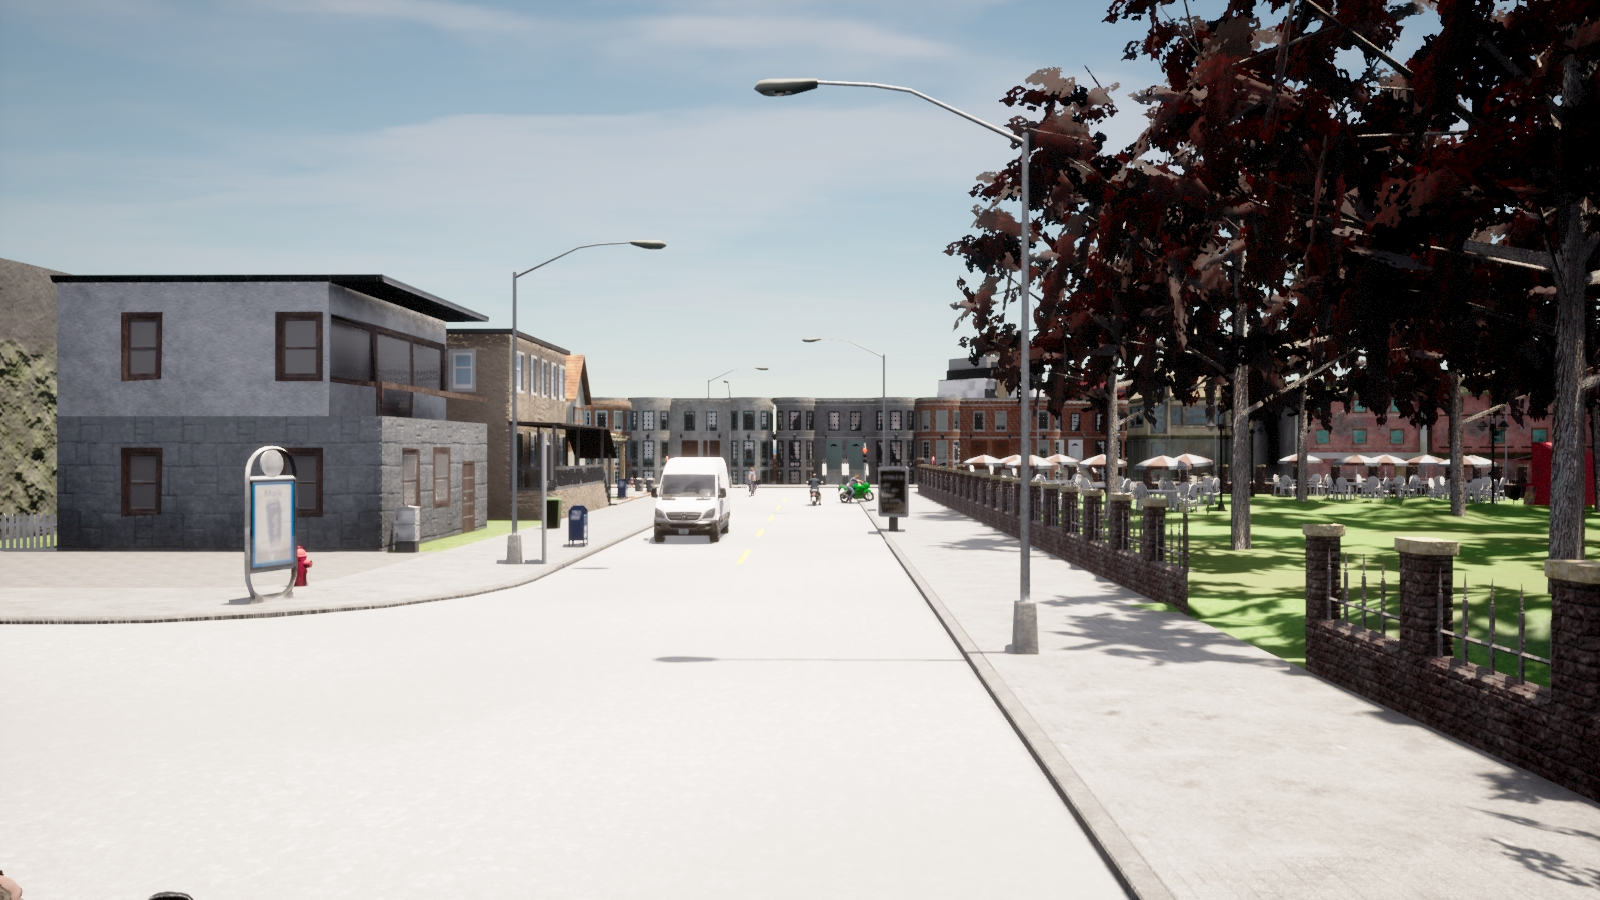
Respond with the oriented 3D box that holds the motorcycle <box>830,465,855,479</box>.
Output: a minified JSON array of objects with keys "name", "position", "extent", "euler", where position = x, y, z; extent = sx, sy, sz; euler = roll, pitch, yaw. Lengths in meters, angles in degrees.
[{"name":"motorcycle","position":[3.779,1.939,101.151],"extent":[2.033,1.145,0.803],"euler":[-5,-2,27]}]

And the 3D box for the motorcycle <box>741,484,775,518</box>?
[{"name":"motorcycle","position":[-1.677,1.985,45.065],"extent":[0.867,1.251,2.209],"euler":[0,0,-15]}]

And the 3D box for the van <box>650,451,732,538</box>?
[{"name":"van","position":[-3.393,1.314,36.728],"extent":[1.988,2.561,5.915],"euler":[0,0,1]}]
